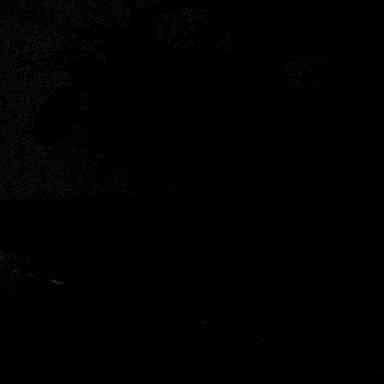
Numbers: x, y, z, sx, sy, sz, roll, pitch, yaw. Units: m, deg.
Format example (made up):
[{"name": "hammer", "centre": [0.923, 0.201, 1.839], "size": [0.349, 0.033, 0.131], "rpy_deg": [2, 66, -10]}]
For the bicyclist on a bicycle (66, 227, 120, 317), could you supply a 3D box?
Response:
[{"name": "bicyclist on a bicycle", "centre": [-1.950, 1.512, 6.454], "size": [1.656, 1.620, 0.582], "rpy_deg": [0, -1, 36]}]
